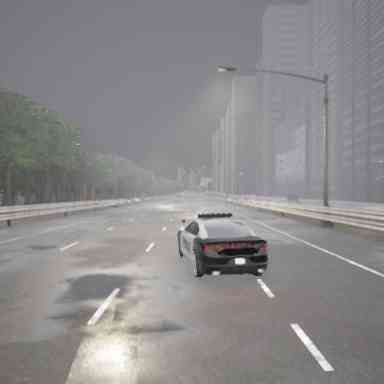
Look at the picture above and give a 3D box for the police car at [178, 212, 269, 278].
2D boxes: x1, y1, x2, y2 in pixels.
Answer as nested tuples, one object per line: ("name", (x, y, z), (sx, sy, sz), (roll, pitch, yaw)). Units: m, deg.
("police car", (0.705, 1.473, 10.609), (1.930, 1.638, 5.238), (-1, 0, -10))
